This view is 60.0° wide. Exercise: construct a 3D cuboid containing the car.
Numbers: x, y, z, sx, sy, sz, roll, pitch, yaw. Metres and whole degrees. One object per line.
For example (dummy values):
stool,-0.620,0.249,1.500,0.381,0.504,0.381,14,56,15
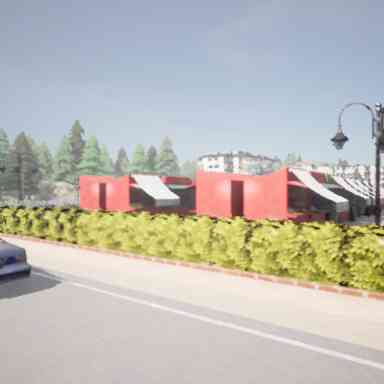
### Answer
car,-6.172,1.524,8.385,5.357,1.411,2.033,0,0,36
